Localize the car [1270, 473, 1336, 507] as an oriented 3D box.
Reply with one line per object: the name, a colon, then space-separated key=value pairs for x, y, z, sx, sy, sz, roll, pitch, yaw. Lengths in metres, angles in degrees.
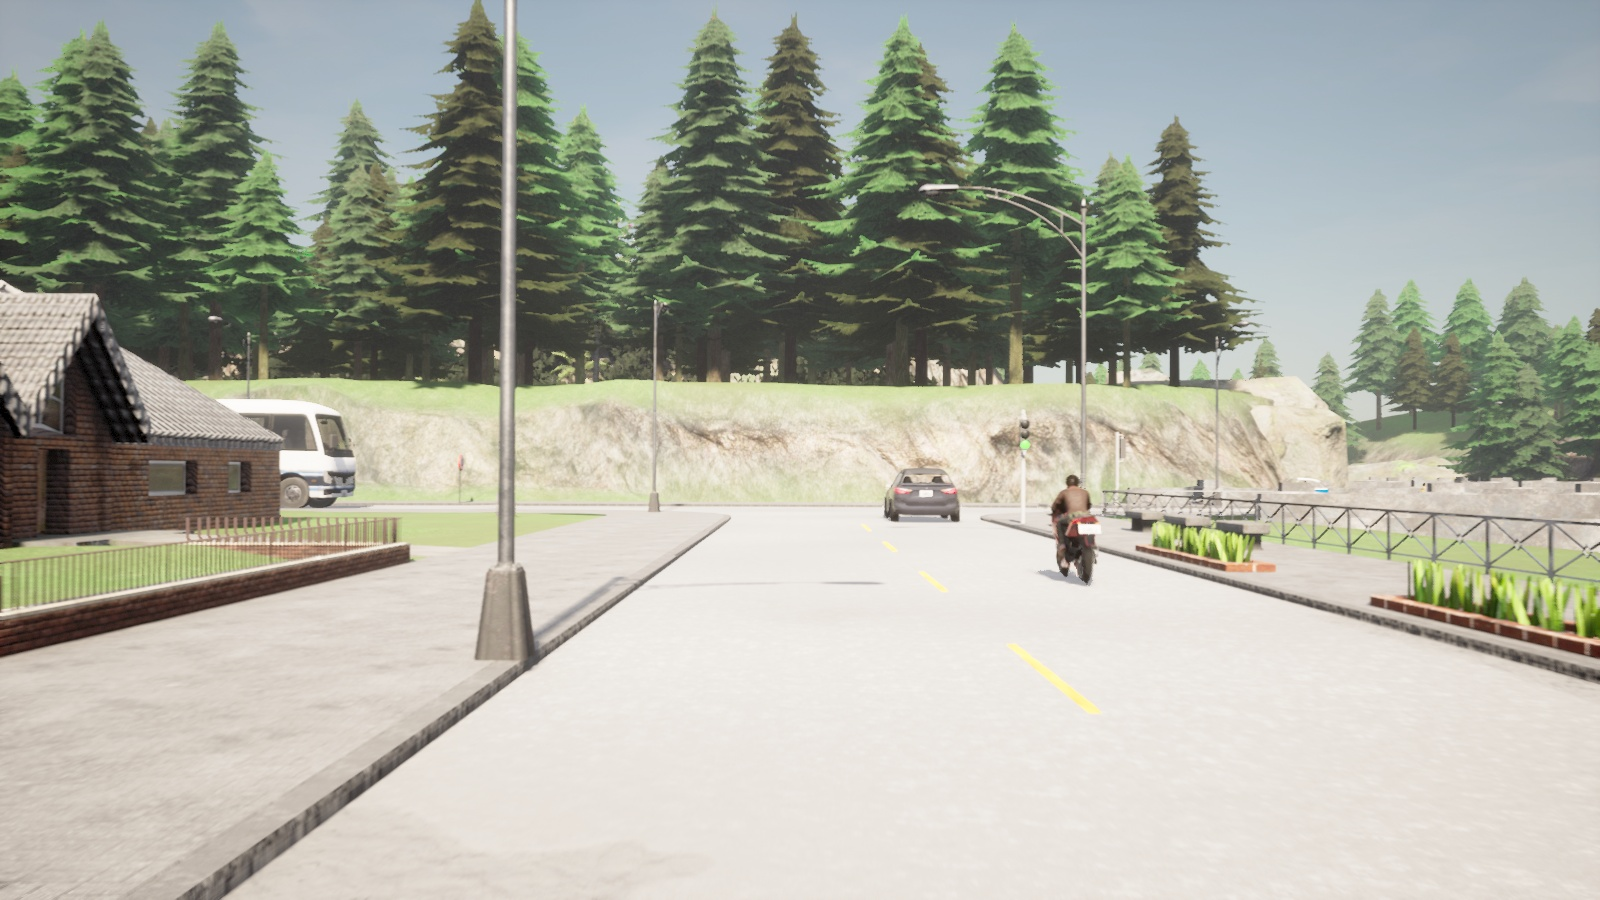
car: x=21.151 y=1.670 z=52.864 sx=2.207 sy=1.376 sz=1.481 roll=0 pitch=-1 yaw=0

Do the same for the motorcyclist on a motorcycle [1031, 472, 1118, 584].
motorcyclist on a motorcycle: x=3.957 y=1.087 z=18.255 sx=0.797 sy=1.523 sz=2.044 roll=0 pitch=-1 yaw=0

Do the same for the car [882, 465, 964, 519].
car: x=3.925 y=1.328 z=40.908 sx=2.242 sy=1.667 sz=4.611 roll=0 pitch=-1 yaw=1

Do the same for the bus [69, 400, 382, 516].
bus: x=-22.069 y=0.343 z=48.792 sx=10.273 sy=4.253 sz=3.944 roll=0 pitch=-1 yaw=0
